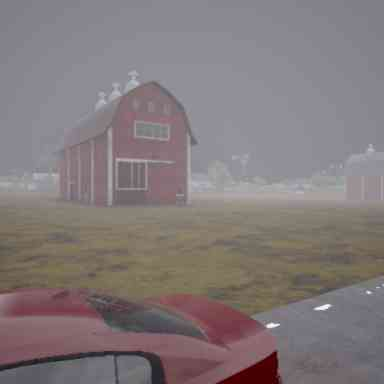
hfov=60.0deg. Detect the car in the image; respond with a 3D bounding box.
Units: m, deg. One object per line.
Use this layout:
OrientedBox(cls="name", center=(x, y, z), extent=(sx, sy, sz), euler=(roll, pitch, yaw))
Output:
OrientedBox(cls="car", center=(-1.612, 1.478, 1.909), extent=(5.008, 1.535, 1.882), euler=(0, 0, -35))
